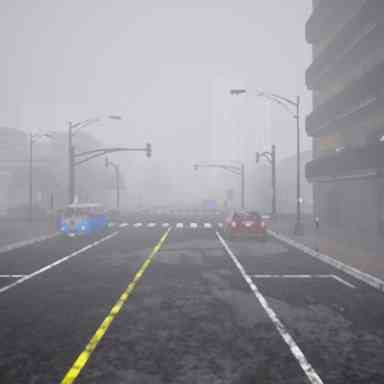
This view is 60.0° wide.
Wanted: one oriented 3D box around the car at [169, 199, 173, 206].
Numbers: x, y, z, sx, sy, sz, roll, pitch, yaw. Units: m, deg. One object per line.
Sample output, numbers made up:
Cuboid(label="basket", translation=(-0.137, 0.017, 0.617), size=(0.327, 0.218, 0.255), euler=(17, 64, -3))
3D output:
Cuboid(label="car", translation=(-5.683, 2.223, 72.296), size=(1.967, 1.590, 4.097), euler=(0, -1, 0))

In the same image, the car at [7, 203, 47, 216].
Cuboid(label="car", translation=(-19.100, 1.962, 38.380), size=(4.097, 1.590, 1.967), euler=(0, 0, 0))

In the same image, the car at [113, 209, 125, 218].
Cuboid(label="car", translation=(-9.433, 1.895, 32.622), size=(5.357, 1.411, 2.033), euler=(-1, -1, 0))

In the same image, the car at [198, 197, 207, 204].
Cuboid(label="car", translation=(2.698, 2.298, 88.843), size=(2.192, 1.841, 5.009), euler=(0, -1, 0))

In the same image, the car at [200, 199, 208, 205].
Cuboid(label="car", translation=(2.698, 2.376, 77.967), size=(1.752, 1.417, 4.829), euler=(0, -1, 0))

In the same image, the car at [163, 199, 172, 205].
Cuboid(label="car", translation=(-5.683, 2.394, 77.816), size=(1.887, 1.381, 4.507), euler=(0, -1, 0))

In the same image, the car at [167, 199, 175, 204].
Cuboid(label="car", translation=(-5.681, 2.528, 88.858), size=(1.887, 1.381, 4.507), euler=(0, -1, 0))

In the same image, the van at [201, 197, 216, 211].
Cuboid(label="van", translation=(2.694, 1.868, 50.192), size=(1.690, 1.788, 3.998), euler=(0, -1, 0))

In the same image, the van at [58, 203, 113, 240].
Cuboid(label="van", translation=(-5.689, 1.518, 17.834), size=(1.690, 1.788, 3.998), euler=(0, -1, 0))

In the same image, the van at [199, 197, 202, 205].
Cuboid(label="van", translation=(2.695, 1.994, 61.235), size=(1.690, 1.788, 3.998), euler=(0, -1, 0))

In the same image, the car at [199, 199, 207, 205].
Cuboid(label="car", translation=(2.699, 2.482, 83.317), size=(1.947, 1.339, 4.313), euler=(0, -1, 0))

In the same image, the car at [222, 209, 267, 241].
Cuboid(label="car", translation=(2.692, 1.617, 17.813), size=(1.967, 1.590, 4.097), euler=(0, -1, 0))

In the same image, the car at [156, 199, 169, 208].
Cuboid(label="car", translation=(-5.684, 2.176, 61.081), size=(1.752, 1.417, 4.829), euler=(0, -1, 0))

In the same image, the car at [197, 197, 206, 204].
Cuboid(label="car", translation=(2.699, 2.366, 94.364), size=(2.192, 1.841, 5.009), euler=(0, -1, 0))

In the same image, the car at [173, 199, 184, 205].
Cuboid(label="car", translation=(-2.990, 2.324, 77.570), size=(1.882, 1.535, 5.008), euler=(0, -1, 0))
